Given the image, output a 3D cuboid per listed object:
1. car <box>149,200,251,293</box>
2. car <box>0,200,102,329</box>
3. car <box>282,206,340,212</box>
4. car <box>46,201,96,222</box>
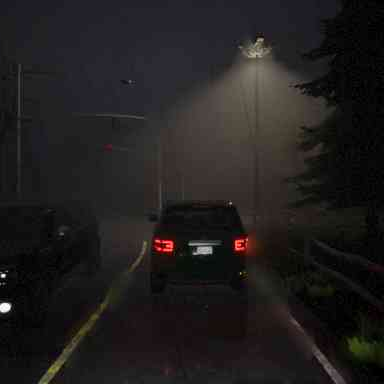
[{"bbox_3d":[0.010,1.221,9.105,2.150,2.045,5.566,0,0,-5],"label":"car"},{"bbox_3d":[-3.615,1.221,7.294,2.150,2.045,5.566,0,0,0],"label":"car"},{"bbox_3d":[10.708,1.627,30.182,4.718,1.301,1.895,0,0,0],"label":"car"},{"bbox_3d":[-10.193,1.547,27.813,2.033,1.411,5.357,0,0,-42],"label":"car"}]
